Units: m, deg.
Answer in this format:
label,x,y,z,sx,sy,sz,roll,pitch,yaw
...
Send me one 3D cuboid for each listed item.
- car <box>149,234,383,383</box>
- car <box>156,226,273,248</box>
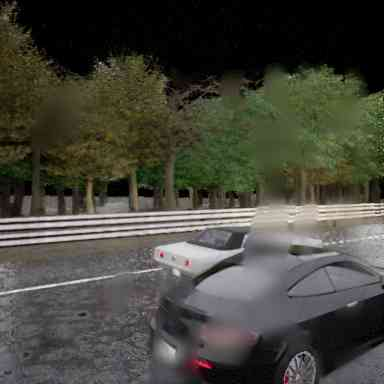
label,x,y,z,sx,sy,sz,roll,pitch,yaw
car,1.638,1.510,4.839,4.674,1.442,1.812,0,0,-35
car,1.473,1.576,8.988,4.718,1.301,1.895,0,0,-35
